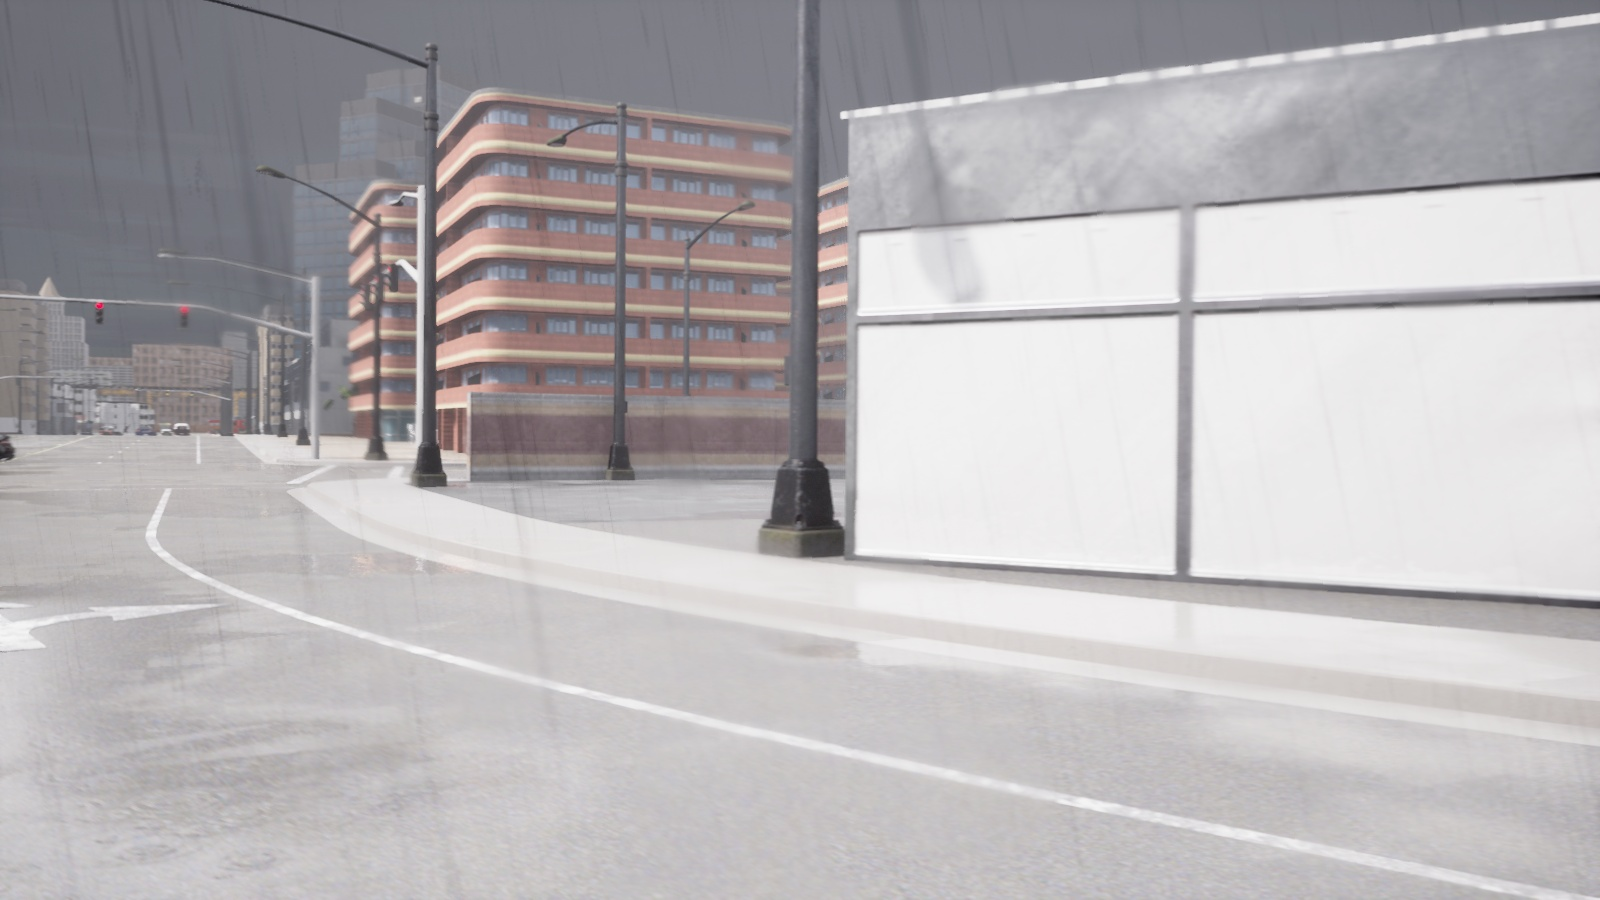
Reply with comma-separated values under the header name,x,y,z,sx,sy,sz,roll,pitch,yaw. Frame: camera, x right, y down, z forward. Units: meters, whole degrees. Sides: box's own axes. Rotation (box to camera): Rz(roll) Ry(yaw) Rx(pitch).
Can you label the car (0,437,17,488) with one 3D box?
name,x,y,z,sx,sy,sz,roll,pitch,yaw
car,-26.543,0.398,37.752,4.902,1.511,2.128,-1,1,-27
